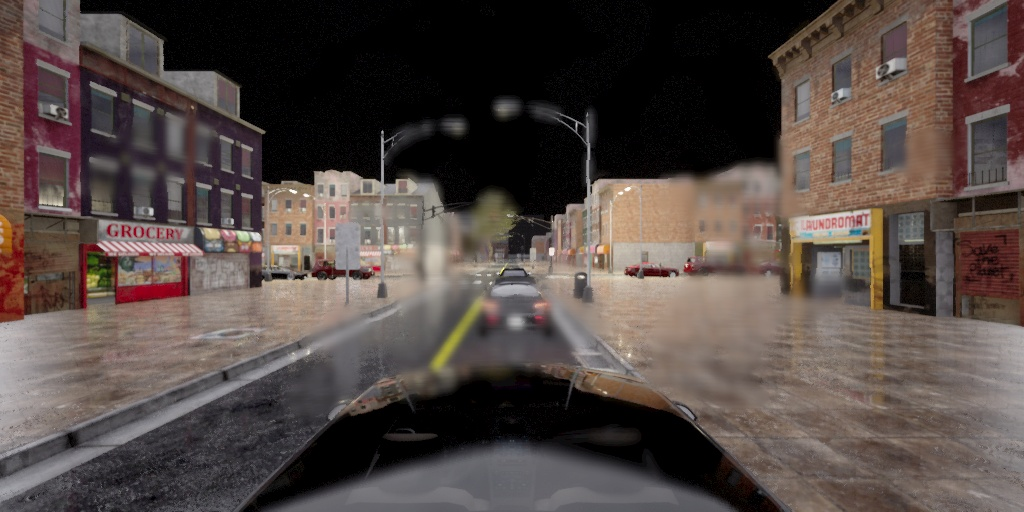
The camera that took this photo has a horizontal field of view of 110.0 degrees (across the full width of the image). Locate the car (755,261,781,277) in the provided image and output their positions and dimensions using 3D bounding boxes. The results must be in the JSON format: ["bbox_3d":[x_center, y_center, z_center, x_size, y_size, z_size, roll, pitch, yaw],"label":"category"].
[{"bbox_3d":[22.822,1.140,30.758,4.507,1.381,1.888,0,0,0],"label":"car"}]

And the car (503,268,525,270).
[{"bbox_3d":[0.104,1.321,18.887,1.994,1.385,4.181,0,0,0],"label":"car"}]

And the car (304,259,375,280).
[{"bbox_3d":[-14.454,1.178,30.701,5.009,1.841,2.192,0,0,0],"label":"car"}]

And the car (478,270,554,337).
[{"bbox_3d":[0.099,1.277,10.127,1.812,1.442,4.674,0,0,0],"label":"car"}]

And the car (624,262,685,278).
[{"bbox_3d":[11.954,1.215,30.741,4.507,1.381,1.888,0,0,0],"label":"car"}]

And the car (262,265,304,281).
[{"bbox_3d":[-19.880,1.471,30.693,4.313,1.339,1.948,0,0,0],"label":"car"}]

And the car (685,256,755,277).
[{"bbox_3d":[17.388,0.947,30.750,5.009,1.841,2.192,0,0,0],"label":"car"}]
